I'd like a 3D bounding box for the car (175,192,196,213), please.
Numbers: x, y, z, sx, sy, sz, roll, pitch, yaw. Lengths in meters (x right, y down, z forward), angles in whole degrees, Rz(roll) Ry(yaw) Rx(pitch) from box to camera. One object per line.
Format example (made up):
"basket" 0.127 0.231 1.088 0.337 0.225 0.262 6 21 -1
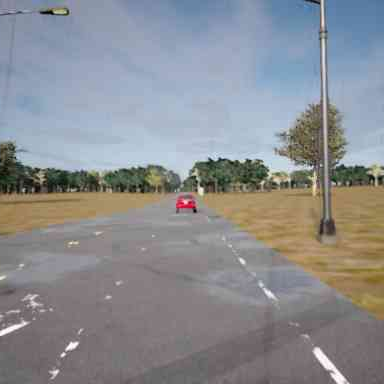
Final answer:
"car" -0.690 1.217 37.658 2.150 2.045 5.566 -1 0 -1

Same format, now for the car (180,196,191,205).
"car" -1.130 1.514 60.346 1.895 1.301 4.718 -1 0 -1
